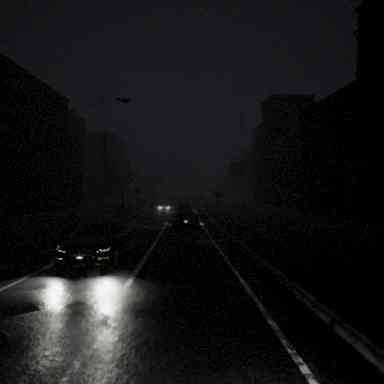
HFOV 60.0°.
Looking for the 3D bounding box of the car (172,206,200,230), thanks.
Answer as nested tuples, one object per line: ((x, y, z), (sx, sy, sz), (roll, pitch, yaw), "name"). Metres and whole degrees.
((-0.475, 1.991, 24.594), (1.994, 1.385, 4.181), (0, 0, -2), "car")

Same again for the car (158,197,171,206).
((-4.431, 1.483, 54.124), (2.033, 1.411, 5.357), (0, 2, -1), "car")

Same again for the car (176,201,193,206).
((-0.927, 1.825, 41.365), (1.837, 1.490, 4.892), (0, 1, -2), "car")

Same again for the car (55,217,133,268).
((-3.343, 1.729, 12.132), (1.837, 1.490, 4.892), (0, -2, -1), "car")
